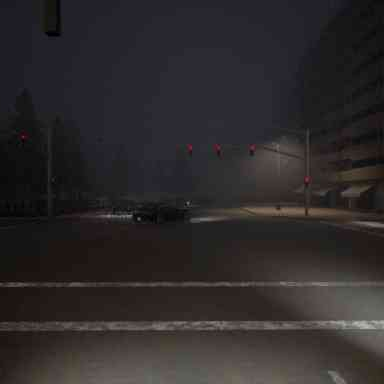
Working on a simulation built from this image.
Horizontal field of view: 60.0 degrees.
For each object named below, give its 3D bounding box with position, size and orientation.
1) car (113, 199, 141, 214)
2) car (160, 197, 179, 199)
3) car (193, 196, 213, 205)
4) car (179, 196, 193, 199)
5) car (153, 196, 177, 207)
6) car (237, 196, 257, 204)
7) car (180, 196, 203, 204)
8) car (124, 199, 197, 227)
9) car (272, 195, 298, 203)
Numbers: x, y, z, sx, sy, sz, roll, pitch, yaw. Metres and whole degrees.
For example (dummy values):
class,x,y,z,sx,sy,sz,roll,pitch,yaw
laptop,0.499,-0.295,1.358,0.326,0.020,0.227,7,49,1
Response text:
class,x,y,z,sx,sy,sz,roll,pitch,yaw
car,-6.952,1.526,35.004,1.812,1.442,4.674,0,0,2
car,-3.217,1.491,40.587,2.128,1.511,4.902,0,0,4
car,1.991,1.601,59.544,1.895,1.301,4.718,0,0,31
car,-1.902,1.547,50.317,2.033,1.411,5.357,0,0,15
car,-4.280,1.491,53.926,2.128,1.511,4.902,0,0,20
car,10.879,1.487,65.452,2.128,1.511,4.902,0,0,44
car,-0.023,1.491,63.087,2.128,1.511,4.902,0,0,32
car,-2.071,1.522,23.511,2.128,1.511,4.902,0,0,34
car,18.506,1.478,67.505,5.008,1.535,1.882,0,0,-33
